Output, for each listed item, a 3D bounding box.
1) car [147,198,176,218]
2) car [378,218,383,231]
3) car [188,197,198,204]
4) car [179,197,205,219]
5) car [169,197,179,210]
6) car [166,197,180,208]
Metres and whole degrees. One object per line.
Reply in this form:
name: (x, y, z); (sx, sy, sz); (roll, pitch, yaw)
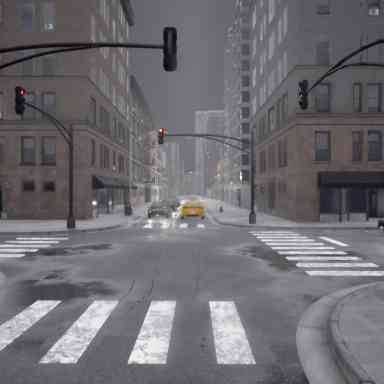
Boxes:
car: (-2.831, 1.555, 30.010); (2.033, 1.411, 5.357); (0, 0, 0)
car: (12.378, 1.563, 17.904); (4.313, 1.339, 1.947); (0, 0, 0)
car: (0.144, 1.657, 64.004); (1.895, 1.301, 4.718); (0, 0, 0)
car: (0.082, 1.485, 29.639); (1.882, 1.535, 5.008); (0, 0, 1)
car: (-2.820, 1.522, 39.839); (1.837, 1.490, 4.892); (0, 0, 0)
car: (-2.805, 1.536, 50.145); (1.837, 1.490, 4.892); (0, 0, 0)
